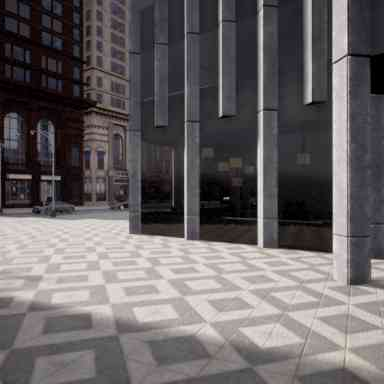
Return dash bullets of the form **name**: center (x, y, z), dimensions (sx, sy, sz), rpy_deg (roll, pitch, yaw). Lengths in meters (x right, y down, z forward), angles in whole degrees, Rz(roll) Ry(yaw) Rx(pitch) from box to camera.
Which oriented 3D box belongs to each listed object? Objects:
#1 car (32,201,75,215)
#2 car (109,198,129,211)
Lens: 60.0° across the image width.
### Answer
- **car**: center (-14.601, 1.630, 35.197), dimensions (1.994, 1.385, 4.181), rpy_deg (0, 0, 36)
- **car**: center (-8.641, 1.600, 43.521), dimensions (1.837, 1.490, 4.892), rpy_deg (0, 0, 36)
